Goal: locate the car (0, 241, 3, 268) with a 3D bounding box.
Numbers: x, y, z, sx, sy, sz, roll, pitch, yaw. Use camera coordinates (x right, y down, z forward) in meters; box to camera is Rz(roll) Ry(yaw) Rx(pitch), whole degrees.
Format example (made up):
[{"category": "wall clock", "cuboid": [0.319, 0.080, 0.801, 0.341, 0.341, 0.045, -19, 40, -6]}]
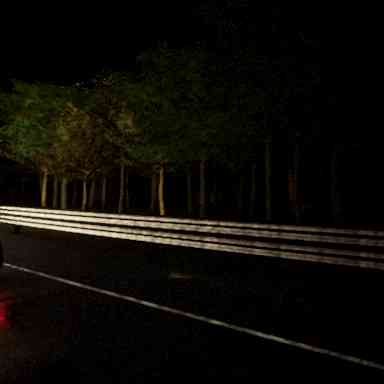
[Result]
[{"category": "car", "cuboid": [-7.049, 1.487, 9.227, 4.892, 1.490, 1.837, 0, 0, 37]}]
